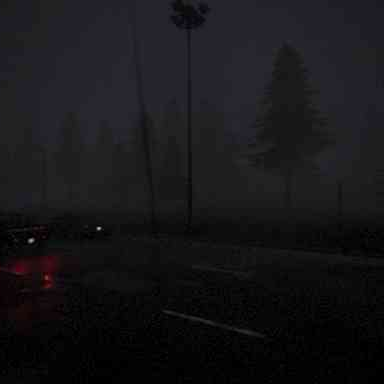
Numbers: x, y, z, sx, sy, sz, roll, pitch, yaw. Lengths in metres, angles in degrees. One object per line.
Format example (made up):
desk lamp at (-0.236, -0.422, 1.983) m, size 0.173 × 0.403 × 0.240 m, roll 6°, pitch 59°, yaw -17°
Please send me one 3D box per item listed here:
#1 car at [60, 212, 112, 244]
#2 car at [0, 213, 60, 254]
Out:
car at (-5.993, 1.701, 16.750) m, size 4.181 × 1.385 × 1.994 m, roll -1°, pitch 0°, yaw 36°
car at (-8.000, 1.629, 13.882) m, size 4.902 × 1.511 × 2.128 m, roll -1°, pitch 0°, yaw 36°
